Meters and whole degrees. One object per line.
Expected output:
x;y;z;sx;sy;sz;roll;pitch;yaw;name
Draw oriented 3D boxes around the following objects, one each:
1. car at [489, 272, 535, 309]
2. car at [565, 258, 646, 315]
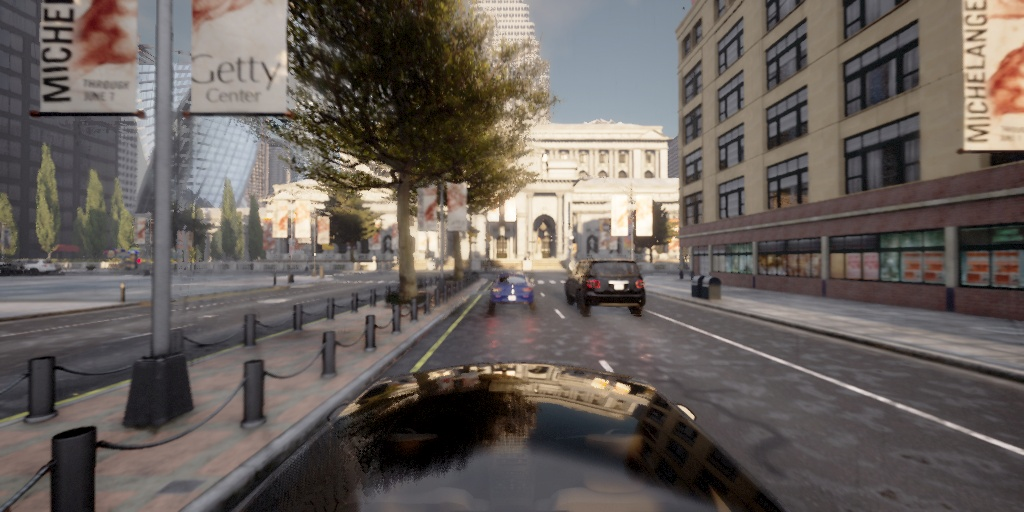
0.025;1.429;15.726;1.812;1.442;4.674;0;0;0;car
3.510;1.114;14.400;2.150;2.045;5.566;0;0;0;car
